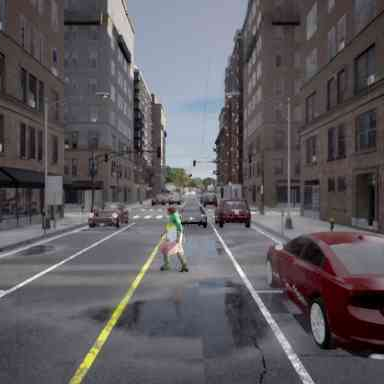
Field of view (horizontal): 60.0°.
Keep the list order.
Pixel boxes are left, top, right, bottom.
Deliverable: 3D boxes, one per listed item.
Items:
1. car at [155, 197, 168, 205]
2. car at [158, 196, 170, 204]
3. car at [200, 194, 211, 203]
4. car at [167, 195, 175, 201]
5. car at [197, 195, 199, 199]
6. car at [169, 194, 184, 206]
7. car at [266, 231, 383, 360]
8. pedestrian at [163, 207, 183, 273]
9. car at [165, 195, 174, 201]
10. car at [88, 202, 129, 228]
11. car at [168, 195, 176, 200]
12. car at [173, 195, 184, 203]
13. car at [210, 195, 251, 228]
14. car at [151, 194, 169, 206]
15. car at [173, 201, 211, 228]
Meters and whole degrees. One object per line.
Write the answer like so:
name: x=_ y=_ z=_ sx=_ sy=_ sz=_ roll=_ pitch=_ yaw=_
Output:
car: x=-5.447 y=1.548 z=59.992 sx=1.947 sy=1.339 sz=4.313 roll=0 pitch=0 yaw=0
car: x=-5.448 y=1.531 z=65.496 sx=2.008 sy=1.369 sz=4.403 roll=0 pitch=0 yaw=0
car: x=2.675 y=1.301 z=48.990 sx=2.192 sy=1.841 sz=5.009 roll=0 pitch=0 yaw=0
car: x=-5.450 y=1.517 z=87.511 sx=1.887 sy=1.381 sz=4.507 roll=0 pitch=0 yaw=0
car: x=2.654 y=1.295 z=65.501 sx=2.192 sy=1.841 sz=5.009 roll=0 pitch=0 yaw=0
car: x=-2.860 y=1.461 z=55.841 sx=1.882 sy=1.535 sz=5.008 roll=0 pitch=0 yaw=0
car: x=2.747 y=1.477 z=6.245 sx=1.882 sy=1.535 sz=5.008 roll=0 pitch=0 yaw=0
pedestrian: x=-0.527 y=1.292 z=9.247 sx=0.375 sy=1.860 sz=0.375 roll=0 pitch=0 yaw=0
car: x=-5.449 y=1.519 z=82.007 sx=1.887 sy=1.381 sz=4.507 roll=0 pitch=0 yaw=0
car: x=-5.399 y=1.435 z=21.929 sx=1.967 sy=1.590 sz=4.097 roll=0 pitch=0 yaw=0
car: x=-5.450 y=1.521 z=93.014 sx=2.008 sy=1.369 sz=4.403 roll=0 pitch=0 yaw=0
car: x=-2.787 y=1.503 z=71.319 sx=2.128 sy=1.511 sz=4.902 roll=0 pitch=0 yaw=0
car: x=2.626 y=1.309 z=21.934 sx=2.192 sy=1.841 sz=5.009 roll=0 pitch=0 yaw=0
car: x=-5.447 y=1.299 z=54.489 sx=2.192 sy=1.841 sz=5.009 roll=0 pitch=0 yaw=0
car: x=0.012 y=1.558 z=21.959 sx=1.994 sy=1.385 sz=4.181 roll=0 pitch=0 yaw=1
